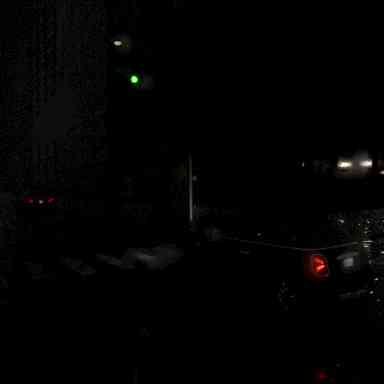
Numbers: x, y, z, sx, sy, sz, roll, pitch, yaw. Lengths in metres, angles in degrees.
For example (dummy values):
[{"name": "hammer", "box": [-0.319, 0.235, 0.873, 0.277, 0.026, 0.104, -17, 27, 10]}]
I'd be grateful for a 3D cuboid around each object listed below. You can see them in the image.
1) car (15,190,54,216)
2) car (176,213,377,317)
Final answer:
[{"name": "car", "box": [-13.268, 0.822, 27.928, 2.150, 2.045, 5.566, -1, 1, -36]}, {"name": "car", "box": [1.545, 1.255, 7.658, 2.097, 1.767, 4.553, -1, 1, -36]}]
